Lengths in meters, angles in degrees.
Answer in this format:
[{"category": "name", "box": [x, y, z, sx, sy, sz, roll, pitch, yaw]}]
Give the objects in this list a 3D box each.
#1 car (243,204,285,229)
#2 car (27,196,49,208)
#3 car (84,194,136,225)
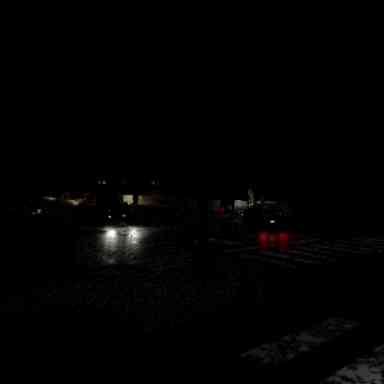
[{"category": "car", "box": [4.683, 1.587, 22.185, 2.128, 1.511, 4.902, -1, -1, -3]}, {"category": "car", "box": [-19.866, 1.296, 42.964, 1.812, 1.442, 4.674, 1, 0, -36]}, {"category": "car", "box": [-6.174, 1.204, 24.452, 2.150, 2.045, 5.566, 1, 0, -37]}]
